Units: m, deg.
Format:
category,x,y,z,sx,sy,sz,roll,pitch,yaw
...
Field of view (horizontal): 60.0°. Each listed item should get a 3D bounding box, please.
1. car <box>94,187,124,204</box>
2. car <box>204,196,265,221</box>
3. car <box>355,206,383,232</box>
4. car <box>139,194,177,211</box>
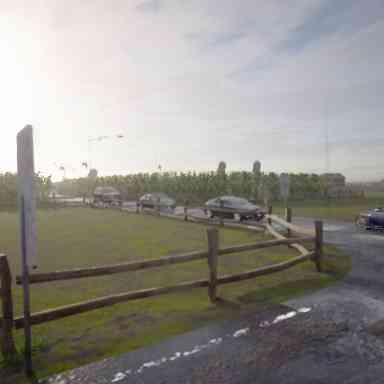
category,x,y,z,sx,sy,sz,roll,pitch,yaw
car,-10.223,0.470,40.509,2.150,2.045,5.566,-2,2,-35
car,2.674,1.083,21.712,1.837,1.490,4.892,-2,2,-33
car,9.437,1.221,15.159,1.994,1.385,4.181,-1,2,-9
car,-3.214,0.918,30.329,2.128,1.511,4.902,-2,2,-34
